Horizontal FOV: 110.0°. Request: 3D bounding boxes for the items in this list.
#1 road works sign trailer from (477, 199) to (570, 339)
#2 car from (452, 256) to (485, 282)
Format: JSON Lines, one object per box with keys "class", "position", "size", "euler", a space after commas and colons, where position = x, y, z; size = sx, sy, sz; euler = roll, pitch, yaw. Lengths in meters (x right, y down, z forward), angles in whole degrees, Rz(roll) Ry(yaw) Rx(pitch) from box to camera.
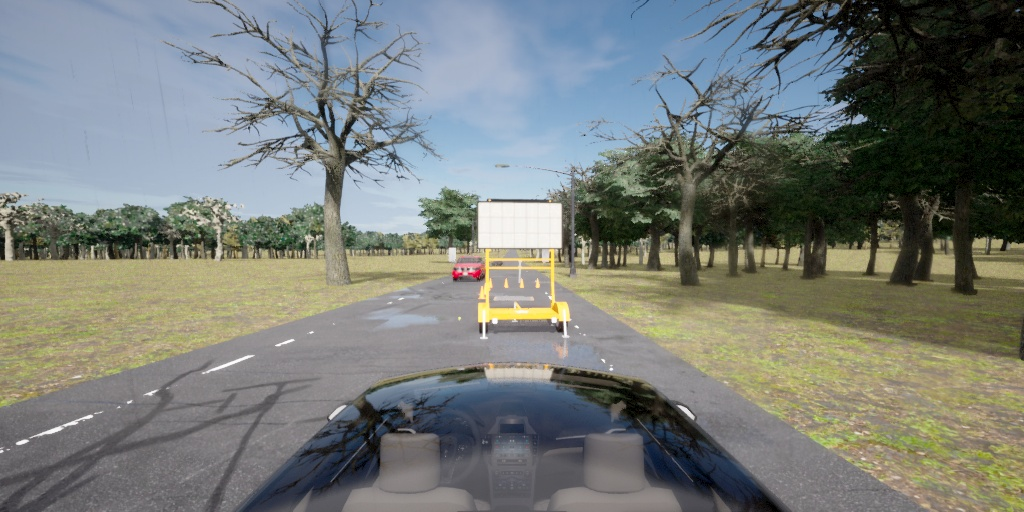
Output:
{"class": "road works sign trailer", "position": [0.211, 0.212, 10.114], "size": [2.380, 3.560, 2.880], "euler": [0, 0, -5]}
{"class": "car", "position": [-3.447, 0.985, 29.333], "size": [2.150, 2.045, 5.566], "euler": [0, 0, 0]}
